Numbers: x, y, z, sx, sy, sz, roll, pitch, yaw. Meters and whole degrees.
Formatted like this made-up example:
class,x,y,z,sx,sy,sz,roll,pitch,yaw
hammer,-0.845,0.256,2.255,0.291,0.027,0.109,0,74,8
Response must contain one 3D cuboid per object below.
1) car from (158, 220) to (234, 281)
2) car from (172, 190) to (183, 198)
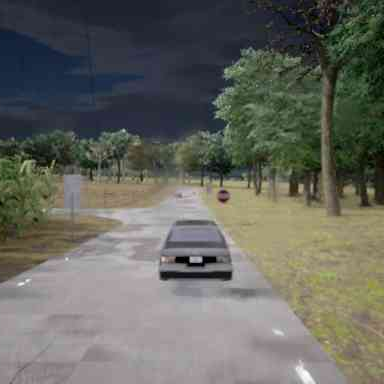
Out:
class,x,y,z,sx,sy,sz,roll,pitch,yaw
car,0.089,1.520,9.787,2.033,1.411,5.357,0,0,0
car,-2.793,0.430,63.080,1.812,1.442,4.674,0,2,0
